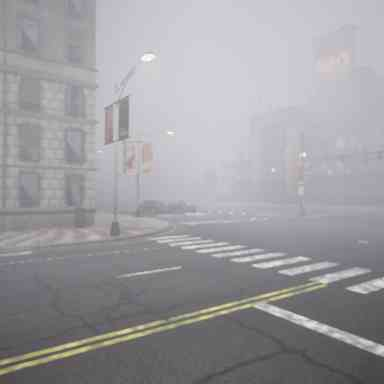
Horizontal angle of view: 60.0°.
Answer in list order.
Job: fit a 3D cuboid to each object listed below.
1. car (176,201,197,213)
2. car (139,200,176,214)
[{"bbox_3d":[-1.285,1.701,38.630,1.994,1.385,4.181,0,0,-36],"label":"car"},{"bbox_3d":[-4.112,1.619,36.567,1.837,1.490,4.892,0,0,-36],"label":"car"}]
